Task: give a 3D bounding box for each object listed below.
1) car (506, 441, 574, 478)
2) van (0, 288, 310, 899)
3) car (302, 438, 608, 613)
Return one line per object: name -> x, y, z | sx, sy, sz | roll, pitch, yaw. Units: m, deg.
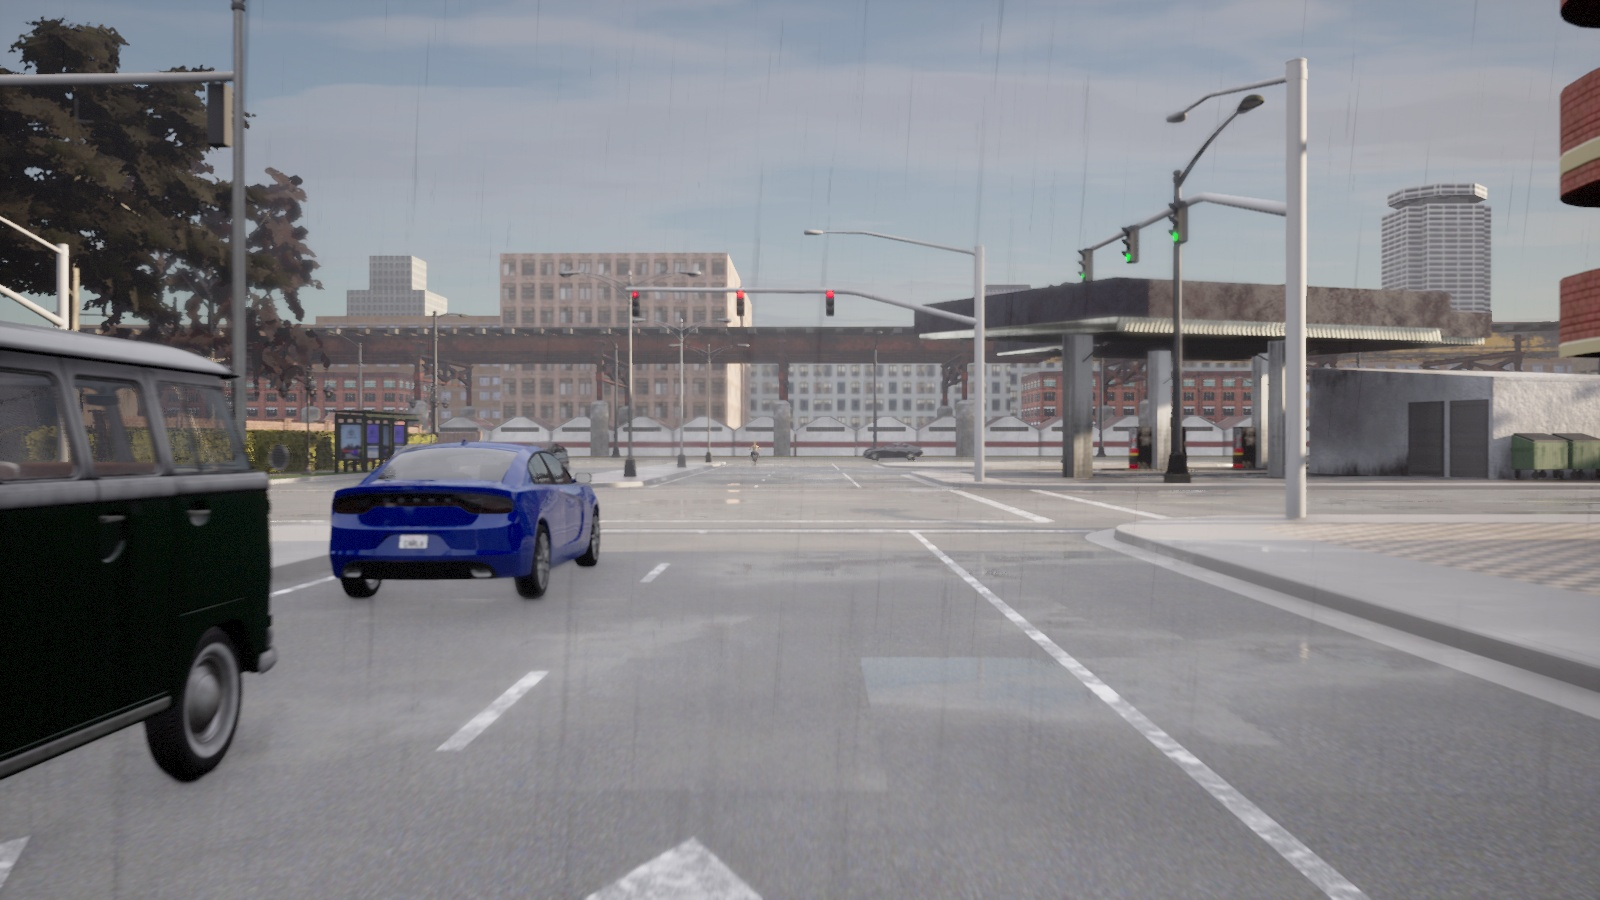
car -> -11.176, 0.379, 54.245 | 2.007, 1.525, 4.514 | 0, 0, 0
van -> -3.460, 0.470, 4.347 | 1.775, 1.987, 4.442 | 0, 0, 0
car -> -3.408, 0.645, 13.529 | 1.882, 1.535, 5.008 | 0, 0, 0
